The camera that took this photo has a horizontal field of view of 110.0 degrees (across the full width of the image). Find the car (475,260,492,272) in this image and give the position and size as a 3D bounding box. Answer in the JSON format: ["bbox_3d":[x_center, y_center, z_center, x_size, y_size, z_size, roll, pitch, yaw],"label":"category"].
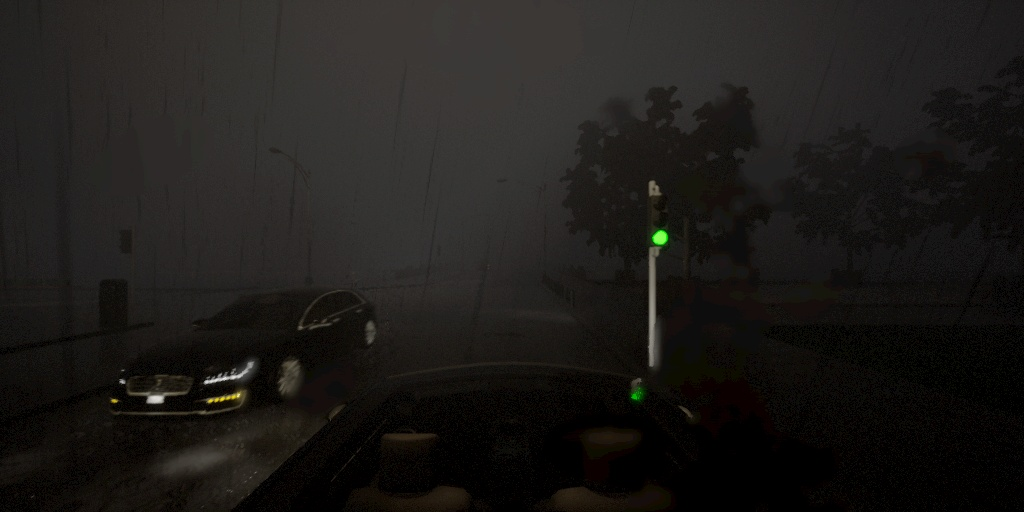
[{"bbox_3d":[-3.980,1.321,50.877,2.097,1.767,4.553,0,-1,0],"label":"car"}]

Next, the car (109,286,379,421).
[{"bbox_3d":[-3.995,1.357,6.447,1.837,1.490,4.892,0,0,0],"label":"car"}]
